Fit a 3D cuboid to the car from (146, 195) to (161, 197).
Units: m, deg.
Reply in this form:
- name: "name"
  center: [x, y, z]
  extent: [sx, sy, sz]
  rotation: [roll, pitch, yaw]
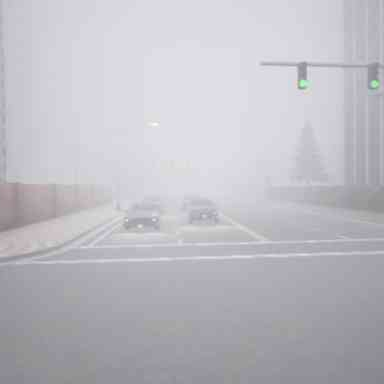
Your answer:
- name: "car"
  center: [-3.372, 1.082, 28.711]
  extent: [1.837, 1.490, 4.892]
  rotation: [-1, 1, -3]

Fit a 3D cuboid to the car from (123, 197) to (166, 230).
- name: "car"
  center: [-2.765, 1.277, 19.291]
  extent: [2.033, 1.411, 5.357]
  rotation: [-1, 1, -4]

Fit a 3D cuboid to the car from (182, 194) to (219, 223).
- name: "car"
  center: [0.574, 1.146, 21.868]
  extent: [1.837, 1.490, 4.892]
  rotation: [-1, 1, -4]
